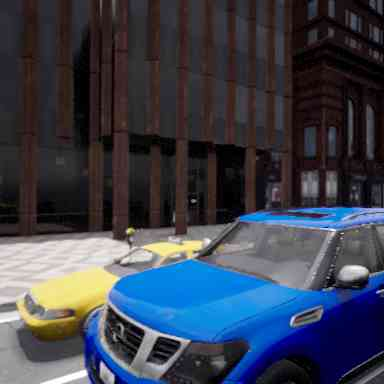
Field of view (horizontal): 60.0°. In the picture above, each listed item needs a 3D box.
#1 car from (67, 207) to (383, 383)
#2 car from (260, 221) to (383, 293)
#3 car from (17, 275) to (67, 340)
[{"bbox_3d":[1.524,1.260,4.464,5.566,2.045,2.150,1,0,-35],"label":"car"},{"bbox_3d":[4.193,1.660,9.636,4.313,1.339,1.947,1,-1,-35],"label":"car"},{"bbox_3d":[-0.535,1.558,6.267,4.829,1.417,1.752,1,-1,-35],"label":"car"}]
